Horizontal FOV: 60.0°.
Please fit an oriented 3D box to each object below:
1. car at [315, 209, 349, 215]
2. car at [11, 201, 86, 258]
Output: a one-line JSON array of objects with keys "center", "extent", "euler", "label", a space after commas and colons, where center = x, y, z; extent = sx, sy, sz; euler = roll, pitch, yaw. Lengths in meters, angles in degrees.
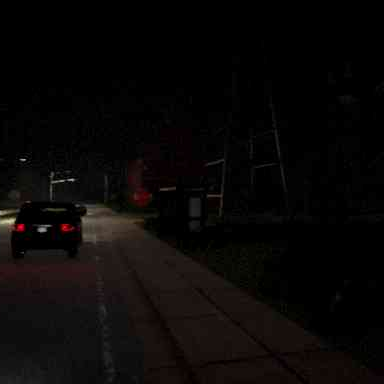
[{"center": [15.655, 2.618, 37.424], "extent": [1.816, 1.474, 4.193], "euler": [2, -1, -18], "label": "car"}, {"center": [-5.738, 1.394, 13.681], "extent": [2.150, 2.045, 5.566], "euler": [2, -1, -16], "label": "car"}]
